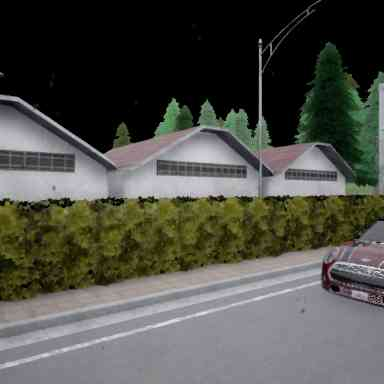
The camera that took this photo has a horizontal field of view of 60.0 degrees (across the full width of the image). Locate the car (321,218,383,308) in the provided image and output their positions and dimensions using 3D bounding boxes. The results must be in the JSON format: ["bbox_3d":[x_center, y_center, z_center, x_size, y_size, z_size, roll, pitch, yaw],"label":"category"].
[{"bbox_3d":[4.980,1.353,7.560,4.553,1.767,2.097,0,0,-36],"label":"car"}]
